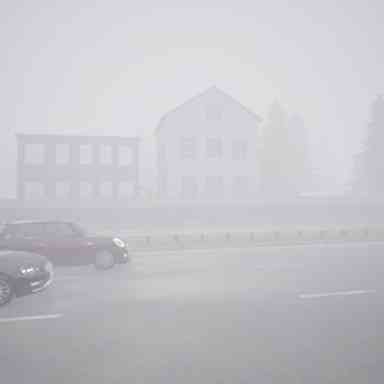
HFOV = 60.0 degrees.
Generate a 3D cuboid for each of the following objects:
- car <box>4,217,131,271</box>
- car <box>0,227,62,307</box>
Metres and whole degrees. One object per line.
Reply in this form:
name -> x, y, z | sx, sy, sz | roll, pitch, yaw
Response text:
car -> -4.449, 1.738, 11.565 | 4.553, 1.767, 2.097 | 0, -2, -12
car -> -5.851, 1.785, 7.685 | 4.902, 1.511, 2.128 | 0, -2, -12
